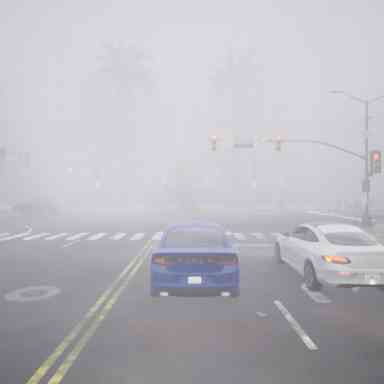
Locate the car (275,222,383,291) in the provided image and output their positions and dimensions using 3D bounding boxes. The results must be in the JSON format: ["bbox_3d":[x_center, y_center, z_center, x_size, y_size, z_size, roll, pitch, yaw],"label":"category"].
[{"bbox_3d":[3.566,1.525,8.878,1.812,1.442,4.674,0,0,0],"label":"car"}]

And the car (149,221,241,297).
[{"bbox_3d":[0.065,1.477,8.628,1.882,1.535,5.008,0,0,0],"label":"car"}]

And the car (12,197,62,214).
[{"bbox_3d":[-15.947,1.350,34.142,4.553,1.767,2.097,0,0,0],"label":"car"}]
